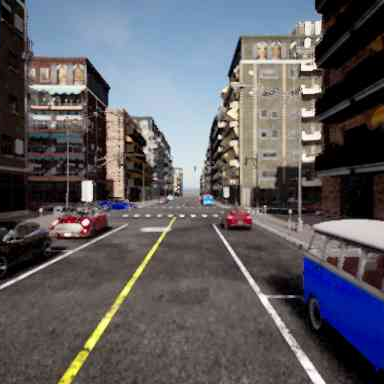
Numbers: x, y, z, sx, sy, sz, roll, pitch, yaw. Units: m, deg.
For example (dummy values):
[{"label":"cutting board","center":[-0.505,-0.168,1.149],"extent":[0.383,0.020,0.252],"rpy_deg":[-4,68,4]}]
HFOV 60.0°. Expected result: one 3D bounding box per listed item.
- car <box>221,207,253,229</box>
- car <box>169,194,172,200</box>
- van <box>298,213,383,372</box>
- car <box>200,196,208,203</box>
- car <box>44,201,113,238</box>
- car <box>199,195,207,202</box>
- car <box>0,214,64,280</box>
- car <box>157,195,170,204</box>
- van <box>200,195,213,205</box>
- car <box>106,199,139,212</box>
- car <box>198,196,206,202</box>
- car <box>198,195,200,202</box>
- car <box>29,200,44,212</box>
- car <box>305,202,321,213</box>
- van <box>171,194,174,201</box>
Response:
[{"label":"car","center":[2.790,1.592,21.177],"extent":[1.802,1.307,4.206],"rpy_deg":[0,0,0]},{"label":"car","center":[-5.848,1.691,70.147],"extent":[1.947,1.339,4.313],"rpy_deg":[-1,0,0]},{"label":"van","center":[2.682,1.341,4.197],"extent":[1.690,1.788,3.998],"rpy_deg":[0,0,0]},{"label":"car","center":[2.675,1.672,75.785],"extent":[1.752,1.417,4.829],"rpy_deg":[-1,0,0]},{"label":"car","center":[-5.741,1.447,17.395],"extent":[1.967,1.590,4.097],"rpy_deg":[0,0,0]},{"label":"car","center":[2.673,1.609,81.138],"extent":[1.967,1.590,4.097],"rpy_deg":[-1,0,0]},{"label":"car","center":[-5.697,1.568,9.884],"extent":[1.947,1.339,4.313],"rpy_deg":[0,0,0]},{"label":"car","center":[-5.848,1.688,64.625],"extent":[1.802,1.307,4.206],"rpy_deg":[-1,0,0]},{"label":"van","center":[2.805,1.430,59.079],"extent":[1.690,1.788,3.998],"rpy_deg":[-1,0,0]},{"label":"car","center":[-8.616,1.563,39.033],"extent":[4.674,1.442,1.812],"rpy_deg":[1,0,0]},{"label":"car","center":[2.674,1.738,86.658],"extent":[1.887,1.381,4.507],"rpy_deg":[-1,0,0]},{"label":"car","center":[2.715,1.421,64.576],"extent":[2.192,1.841,5.009],"rpy_deg":[-1,0,0]},{"label":"car","center":[-17.738,1.499,36.362],"extent":[4.206,1.307,1.802],"rpy_deg":[1,0,0]},{"label":"car","center":[14.715,1.781,36.304],"extent":[4.507,1.381,1.887],"rpy_deg":[1,0,0]},{"label":"van","center":[-5.854,1.560,92.240],"extent":[1.690,1.788,3.998],"rpy_deg":[-1,0,0]}]
